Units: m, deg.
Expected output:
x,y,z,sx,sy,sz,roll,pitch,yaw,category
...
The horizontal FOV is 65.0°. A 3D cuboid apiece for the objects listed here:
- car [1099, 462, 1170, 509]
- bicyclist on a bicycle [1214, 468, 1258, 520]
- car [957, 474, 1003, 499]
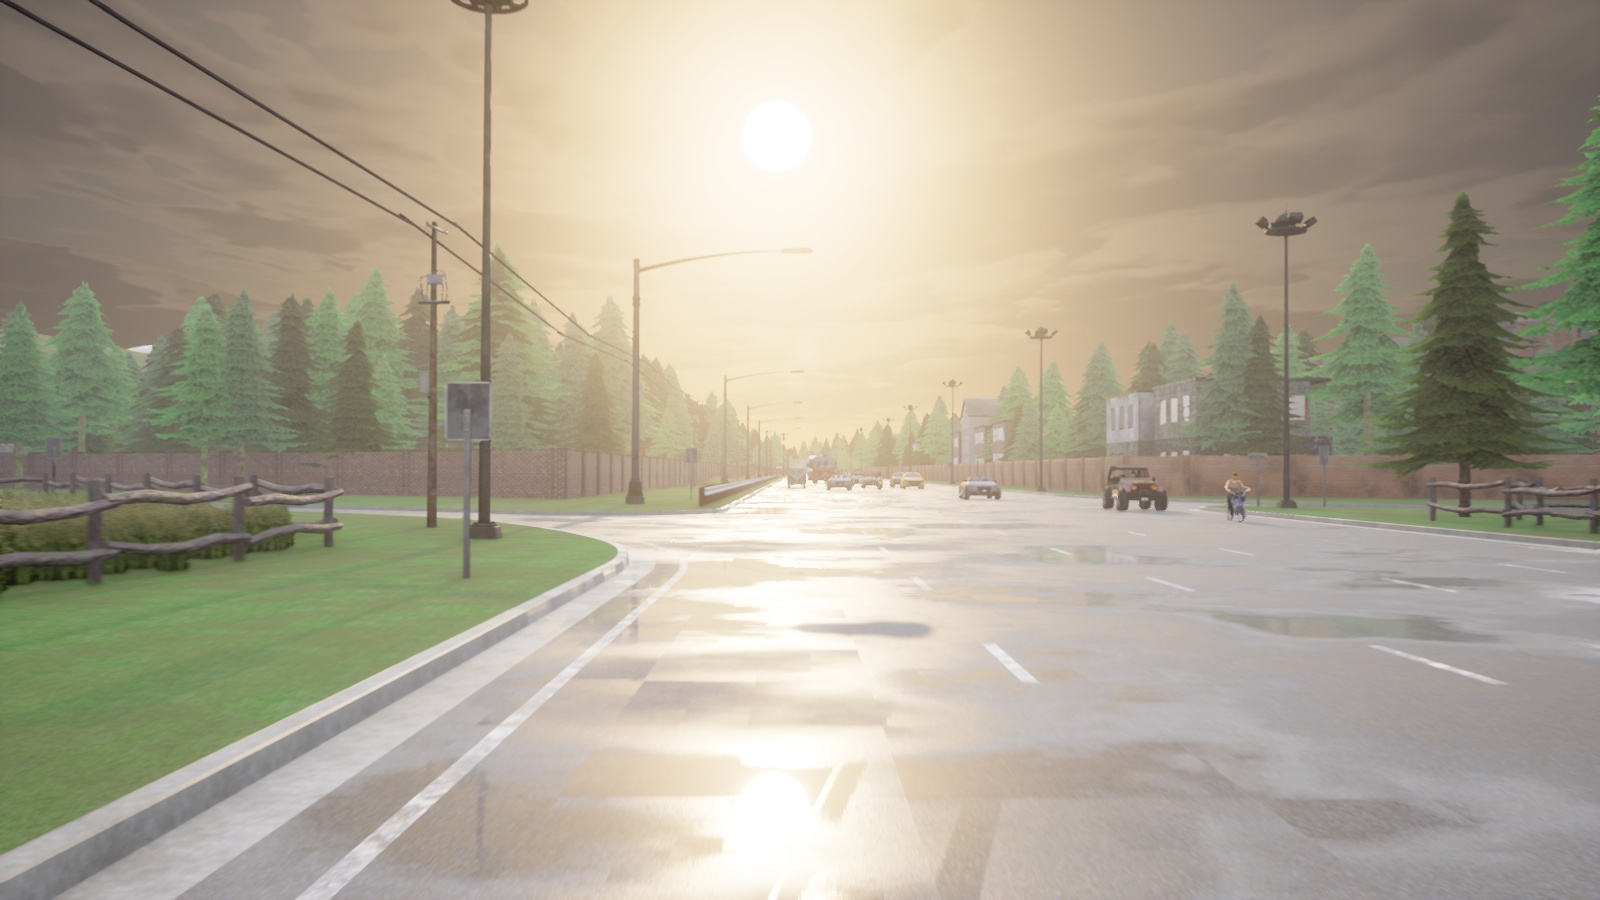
x,y,z,sx,sy,sz,roll,pitch,yaw,category
13.873,1.453,52.282,1.905,1.878,3.866,0,-1,0,car
13.907,1.384,40.065,0.866,1.612,1.509,0,-1,0,bicyclist on a bicycle
10.325,2.079,72.334,1.994,1.385,4.181,0,-1,0,car
